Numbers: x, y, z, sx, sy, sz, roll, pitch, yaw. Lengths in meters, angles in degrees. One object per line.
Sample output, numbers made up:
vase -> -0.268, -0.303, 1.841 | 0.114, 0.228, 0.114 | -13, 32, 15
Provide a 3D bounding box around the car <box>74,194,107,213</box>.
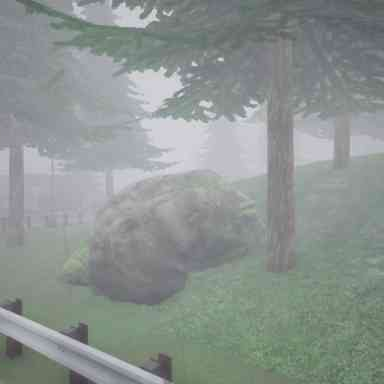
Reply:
car -> -8.892, 1.199, 32.846 | 2.150, 2.045, 5.566 | 0, 0, 31
